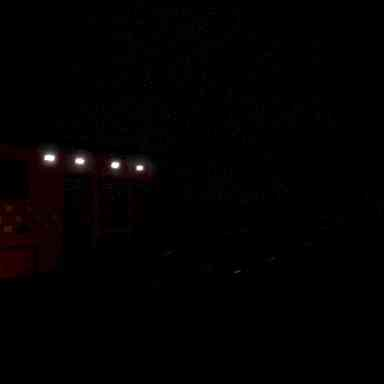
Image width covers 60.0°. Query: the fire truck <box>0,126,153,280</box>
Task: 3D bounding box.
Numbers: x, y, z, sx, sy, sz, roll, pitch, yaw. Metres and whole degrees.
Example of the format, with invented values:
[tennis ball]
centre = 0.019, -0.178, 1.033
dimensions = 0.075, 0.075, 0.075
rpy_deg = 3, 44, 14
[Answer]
[fire truck]
centre = -4.812, 0.397, 8.561
dimensions = 2.891, 3.827, 8.468
rpy_deg = 0, -1, 36
